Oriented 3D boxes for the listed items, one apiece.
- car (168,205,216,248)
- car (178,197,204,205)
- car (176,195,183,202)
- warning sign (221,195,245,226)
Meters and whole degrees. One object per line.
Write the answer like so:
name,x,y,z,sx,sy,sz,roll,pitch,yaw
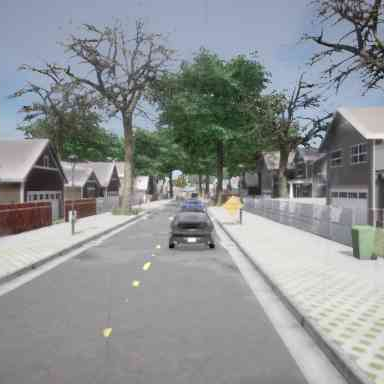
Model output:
car,0.000,1.516,14.651,1.837,1.490,4.892,0,0,0
car,0.000,1.489,29.651,1.882,1.535,5.008,0,0,0
car,-2.750,1.460,75.913,2.128,1.511,4.902,0,0,0
warning sign,2.525,1.115,20.556,1.300,1.860,1.060,0,0,0
